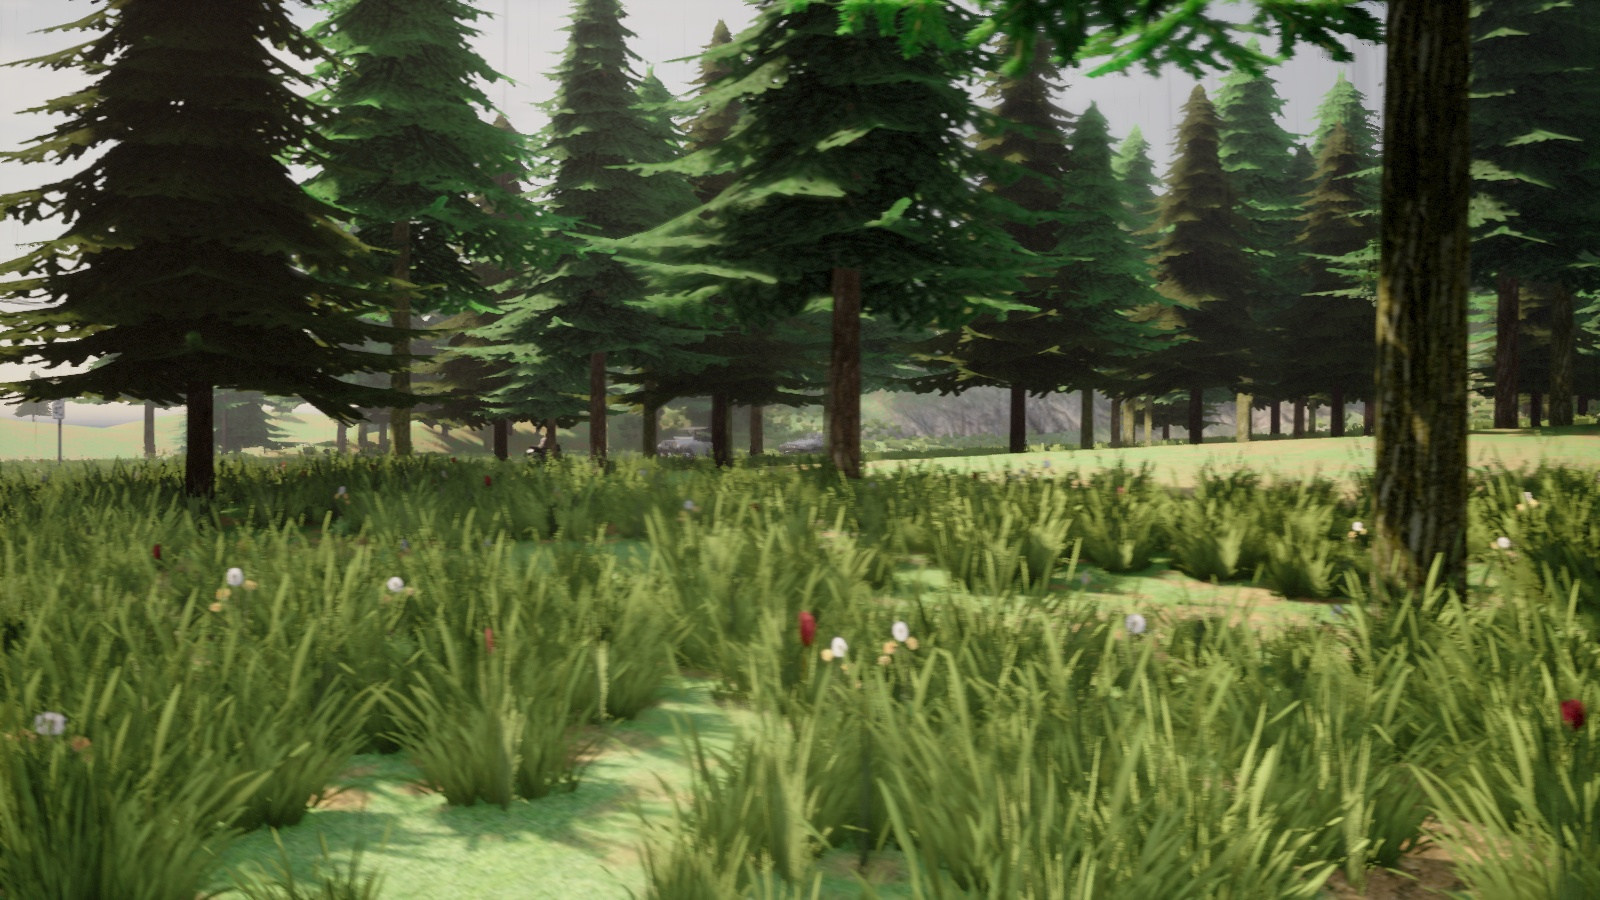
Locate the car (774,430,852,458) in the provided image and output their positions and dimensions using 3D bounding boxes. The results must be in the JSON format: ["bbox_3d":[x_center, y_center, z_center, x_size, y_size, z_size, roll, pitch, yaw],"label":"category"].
[{"bbox_3d":[0.832,-0.405,76.782,2.152,1.651,5.027,0,1,37],"label":"car"}]

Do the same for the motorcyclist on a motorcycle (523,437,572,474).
[{"bbox_3d":[-10.690,0.223,53.252,0.797,1.523,2.044,0,1,33],"label":"motorcyclist on a motorcycle"}]

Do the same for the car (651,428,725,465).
[{"bbox_3d":[-5.908,-0.186,66.465,1.905,1.878,3.866,0,1,33],"label":"car"}]
